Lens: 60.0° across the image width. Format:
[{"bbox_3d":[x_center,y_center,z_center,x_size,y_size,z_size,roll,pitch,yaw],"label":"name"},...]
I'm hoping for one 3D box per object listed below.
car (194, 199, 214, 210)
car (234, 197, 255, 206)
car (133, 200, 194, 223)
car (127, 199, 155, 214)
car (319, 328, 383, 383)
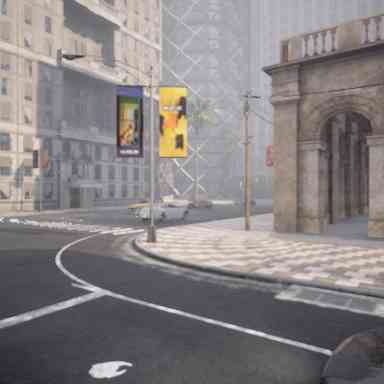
[{"bbox_3d":[1.109,1.577,42.976,1.994,1.385,4.181,0,0,36],"label":"car"},{"bbox_3d":[8.409,1.503,53.075,2.128,1.511,4.902,0,0,36],"label":"car"},{"bbox_3d":[-2.125,1.535,26.039,1.812,1.442,4.674,0,0,35],"label":"car"},{"bbox_3d":[-4.639,1.491,34.895,1.882,1.535,5.008,0,0,35],"label":"car"},{"bbox_3d":[3.209,1.500,1.704,4.892,1.490,1.837,-1,-1,35],"label":"car"}]
